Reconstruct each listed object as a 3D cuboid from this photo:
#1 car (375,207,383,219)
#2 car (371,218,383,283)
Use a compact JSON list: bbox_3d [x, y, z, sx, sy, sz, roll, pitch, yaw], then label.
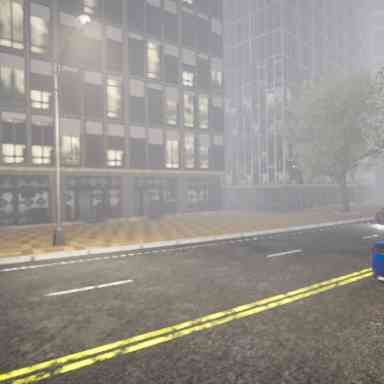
[{"bbox_3d":[15.048,1.603,24.354,4.181,1.385,1.994,0,0,-42],"label":"car"},{"bbox_3d":[6.434,1.485,8.424,5.008,1.535,1.882,0,0,-38],"label":"car"}]
